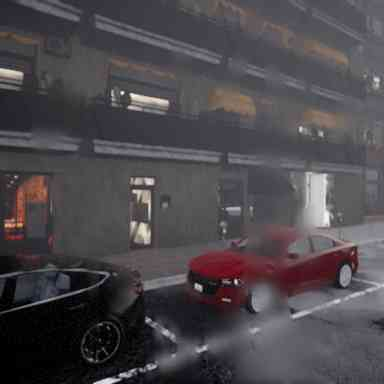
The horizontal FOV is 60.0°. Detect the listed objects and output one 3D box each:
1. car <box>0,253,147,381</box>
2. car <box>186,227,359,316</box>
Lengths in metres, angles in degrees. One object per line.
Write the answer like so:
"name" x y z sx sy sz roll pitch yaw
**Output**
"car" -2.665 1.565 4.190 4.313 1.339 1.947 0 1 -36
"car" 1.951 1.520 7.484 4.507 1.381 1.887 0 1 -36
